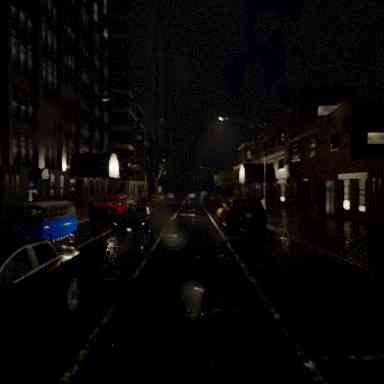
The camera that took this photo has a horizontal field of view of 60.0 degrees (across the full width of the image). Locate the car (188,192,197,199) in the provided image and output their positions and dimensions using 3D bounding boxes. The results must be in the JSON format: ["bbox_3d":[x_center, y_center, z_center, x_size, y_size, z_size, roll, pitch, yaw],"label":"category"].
[{"bbox_3d":[0.058,0.844,73.885,1.837,1.490,4.892,0,0,0],"label":"car"}]

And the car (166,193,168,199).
[{"bbox_3d":[-5.658,1.153,56.664,1.752,1.417,4.829,-1,0,0],"label":"car"}]

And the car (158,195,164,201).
[{"bbox_3d":[-5.663,1.189,51.129,1.752,1.417,4.829,-1,0,0],"label":"car"}]

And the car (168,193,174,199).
[{"bbox_3d":[-5.638,0.885,84.507,1.967,1.590,4.097,-1,0,0],"label":"car"}]

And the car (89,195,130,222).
[{"bbox_3d":[-5.686,1.159,23.624,2.192,1.841,5.009,-1,0,0],"label":"car"}]

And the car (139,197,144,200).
[{"bbox_3d":[-5.679,1.334,28.991,1.752,1.417,4.829,-1,0,0],"label":"car"}]

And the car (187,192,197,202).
[{"bbox_3d":[0.050,1.130,63.602,2.033,1.411,5.357,0,0,0],"label":"car"}]

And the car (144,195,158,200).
[{"bbox_3d":[-5.671,1.280,40.230,1.887,1.381,4.507,-1,0,0],"label":"car"}]

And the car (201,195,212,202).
[{"bbox_3d":[2.727,1.173,62.350,1.802,1.307,4.206,-1,0,0],"label":"car"}]

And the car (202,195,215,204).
[{"bbox_3d":[2.723,1.193,56.816,1.947,1.339,4.313,-1,0,0],"label":"car"}]

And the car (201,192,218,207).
[{"bbox_3d":[2.710,1.015,45.746,2.192,1.841,5.009,-1,0,0],"label":"car"}]

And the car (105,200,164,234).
[{"bbox_3d":[-3.040,1.423,18.789,2.033,1.411,5.357,0,0,1],"label":"car"}]

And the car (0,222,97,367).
[{"bbox_3d":[-3.050,1.460,4.671,2.128,1.511,4.902,0,0,1],"label":"car"}]

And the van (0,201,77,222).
[{"bbox_3d":[-5.695,1.258,12.555,1.690,1.788,3.998,-1,0,0],"label":"van"}]

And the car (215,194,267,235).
[{"bbox_3d":[2.689,1.197,18.073,2.192,1.841,5.009,-1,0,0],"label":"car"}]

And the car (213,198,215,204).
[{"bbox_3d":[2.697,1.369,23.779,1.752,1.417,4.829,-1,0,0],"label":"car"}]

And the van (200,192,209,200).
[{"bbox_3d":[2.732,0.860,73.417,1.690,1.788,3.998,-1,0,0],"label":"van"}]
